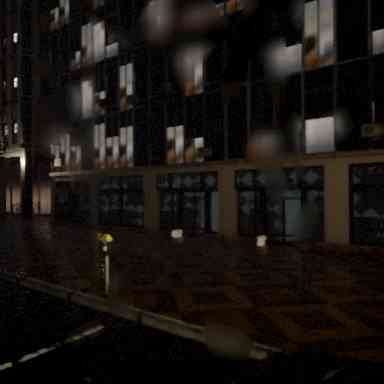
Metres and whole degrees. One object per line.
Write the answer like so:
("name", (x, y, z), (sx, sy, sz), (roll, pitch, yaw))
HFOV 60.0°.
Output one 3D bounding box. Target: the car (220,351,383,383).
("car", (1.912, 1.567, 1.519), (4.313, 1.339, 1.947), (0, 0, 36))
